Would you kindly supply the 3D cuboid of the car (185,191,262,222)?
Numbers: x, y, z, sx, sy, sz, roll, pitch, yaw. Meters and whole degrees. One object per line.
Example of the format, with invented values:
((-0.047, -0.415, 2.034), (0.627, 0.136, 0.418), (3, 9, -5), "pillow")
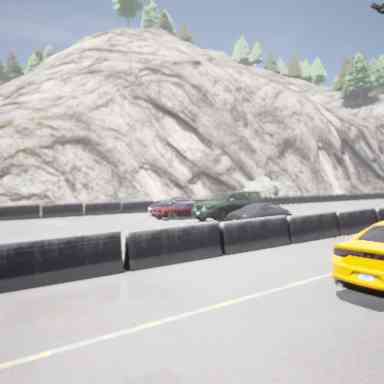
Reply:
((2.630, 0.974, 23.065), (5.566, 2.045, 2.150), (-1, 1, -35), "car")

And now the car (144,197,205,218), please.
((-1.478, 1.244, 28.732), (4.902, 1.511, 2.128), (-1, 1, -35), "car")

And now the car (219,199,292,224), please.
((4.011, 1.329, 19.750), (4.181, 1.385, 1.994), (-1, 1, -35), "car")

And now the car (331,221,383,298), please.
((5.148, 1.343, 7.419), (5.008, 1.535, 1.882), (-1, 1, -35), "car")

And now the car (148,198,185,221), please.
((-0.669, 1.378, 25.012), (4.718, 1.301, 1.895), (-1, 1, -35), "car")
